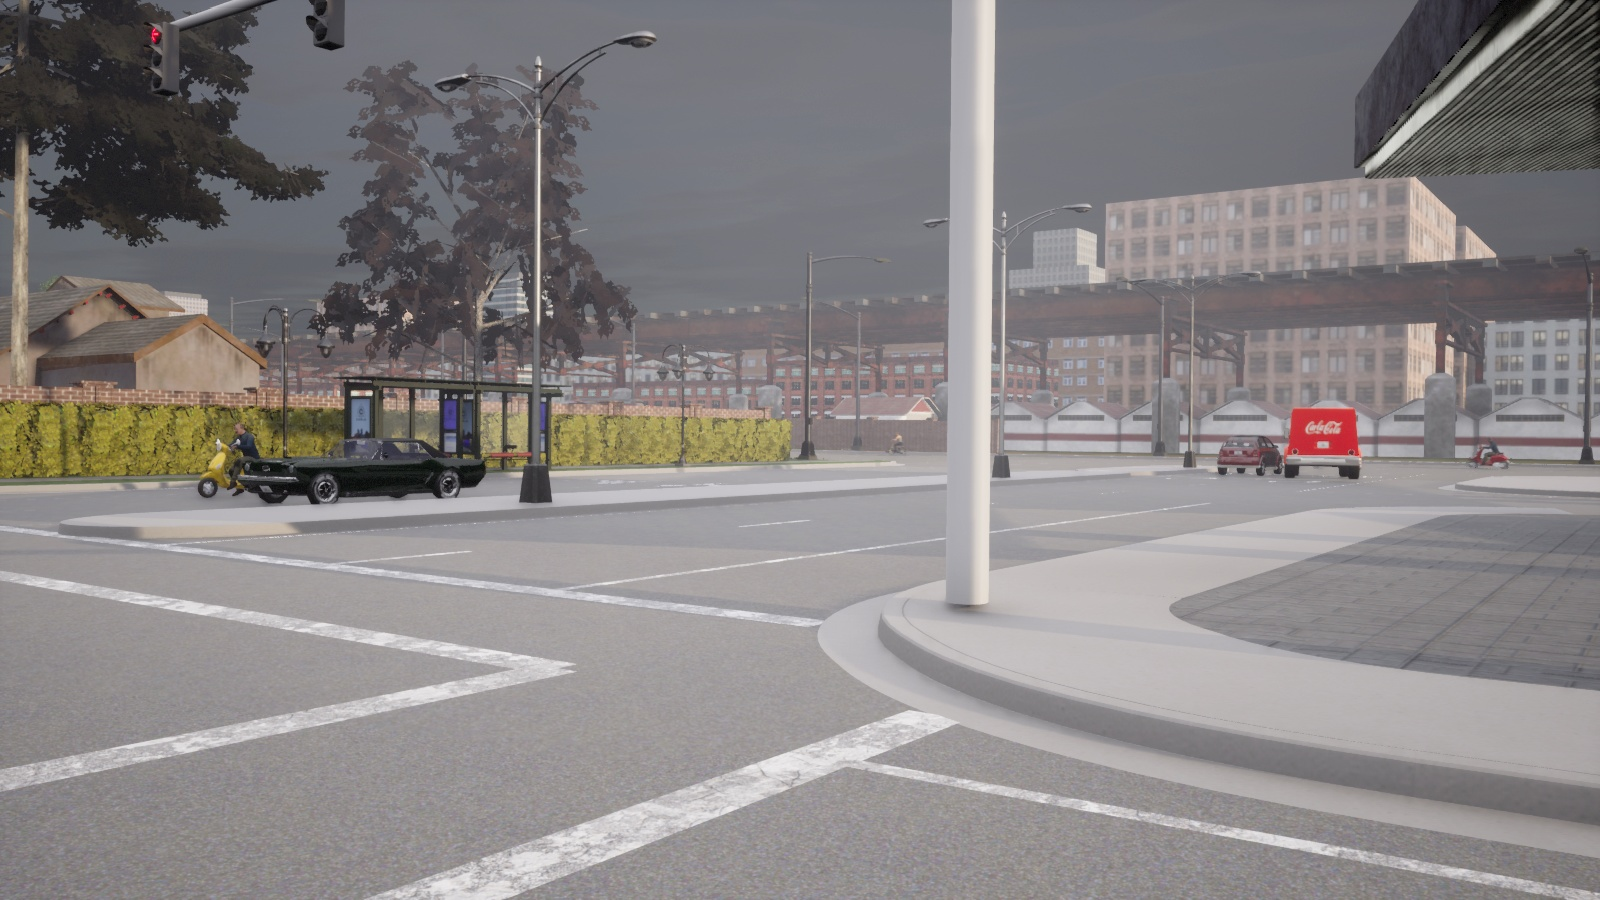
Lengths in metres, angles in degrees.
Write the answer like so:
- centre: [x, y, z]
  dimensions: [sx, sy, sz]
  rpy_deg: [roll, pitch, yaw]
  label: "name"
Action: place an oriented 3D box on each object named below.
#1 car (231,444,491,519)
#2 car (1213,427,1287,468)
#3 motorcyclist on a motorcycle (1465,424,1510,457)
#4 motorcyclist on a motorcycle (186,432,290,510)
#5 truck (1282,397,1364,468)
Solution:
- centre: [-8.724, 0.564, 25.371]
  dimensions: [1.895, 1.301, 4.718]
  rpy_deg: [0, 1, 35]
  label: "car"
- centre: [17.607, -0.119, 49.045]
  dimensions: [1.789, 1.549, 3.705]
  rpy_deg: [0, 1, 35]
  label: "car"
- centre: [33.432, -0.451, 61.056]
  dimensions: [1.817, 1.590, 0.866]
  rpy_deg: [0, 1, 35]
  label: "motorcyclist on a motorcycle"
- centre: [-11.985, 0.427, 26.842]
  dimensions: [0.866, 1.590, 1.817]
  rpy_deg: [0, 1, 35]
  label: "motorcyclist on a motorcycle"
- centre: [19.219, -0.583, 46.363]
  dimensions: [2.627, 2.467, 5.204]
  rpy_deg: [0, -1, 21]
  label: "truck"
